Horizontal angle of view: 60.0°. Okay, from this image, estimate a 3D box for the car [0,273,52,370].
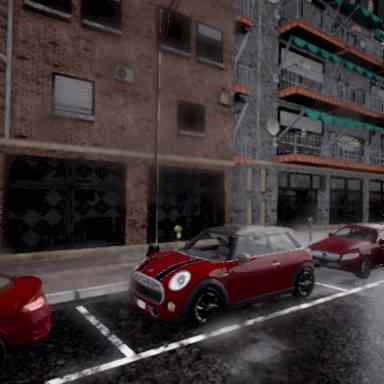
[{"bbox_3d":[-3.870,1.572,3.786,4.206,1.307,1.802,1,0,-36],"label":"car"}]

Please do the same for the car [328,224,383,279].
[{"bbox_3d":[5.329,1.677,10.353,4.206,1.307,1.802,1,0,-36],"label":"car"}]

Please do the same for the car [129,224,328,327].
[{"bbox_3d":[0.733,1.483,7.069,4.097,1.590,1.967,1,0,-36],"label":"car"}]
